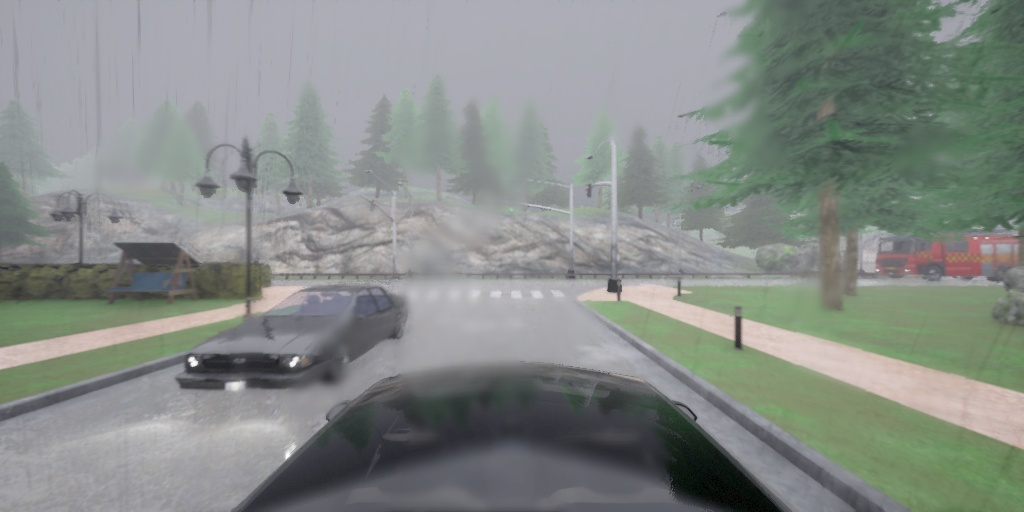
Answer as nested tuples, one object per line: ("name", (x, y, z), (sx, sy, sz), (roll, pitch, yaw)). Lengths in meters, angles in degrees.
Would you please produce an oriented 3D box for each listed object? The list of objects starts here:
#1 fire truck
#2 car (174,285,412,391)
("fire truck", (33.049, -0.040, 27.246), (8.468, 3.827, 2.891), (0, 0, 0))
("car", (-3.574, 1.316, 7.321), (2.033, 1.411, 5.357), (0, 0, 0))
